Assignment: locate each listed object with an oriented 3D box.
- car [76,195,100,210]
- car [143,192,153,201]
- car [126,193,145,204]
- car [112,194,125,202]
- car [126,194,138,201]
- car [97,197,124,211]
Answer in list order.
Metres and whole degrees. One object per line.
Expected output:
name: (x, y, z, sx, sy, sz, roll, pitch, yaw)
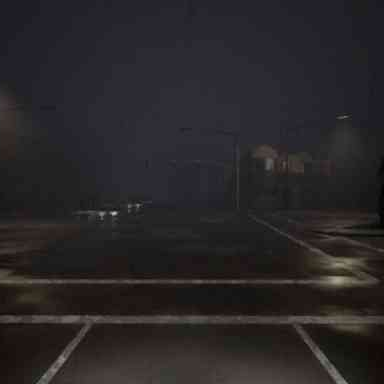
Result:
car: (-14.058, 1.394, 45.771, 2.150, 2.045, 5.566, 0, 1, 0)
car: (-10.439, 1.007, 77.022, 2.150, 2.045, 5.566, 0, 0, 0)
car: (-10.505, 1.451, 61.421, 1.837, 1.490, 4.892, 0, 1, 1)
car: (-14.006, 1.288, 61.926, 2.097, 1.767, 4.553, 0, 1, 1)
car: (-13.939, 1.303, 77.344, 1.812, 1.442, 4.674, 0, 0, 0)
car: (-10.561, 1.717, 43.478, 1.812, 1.442, 4.674, 0, 0, 0)
